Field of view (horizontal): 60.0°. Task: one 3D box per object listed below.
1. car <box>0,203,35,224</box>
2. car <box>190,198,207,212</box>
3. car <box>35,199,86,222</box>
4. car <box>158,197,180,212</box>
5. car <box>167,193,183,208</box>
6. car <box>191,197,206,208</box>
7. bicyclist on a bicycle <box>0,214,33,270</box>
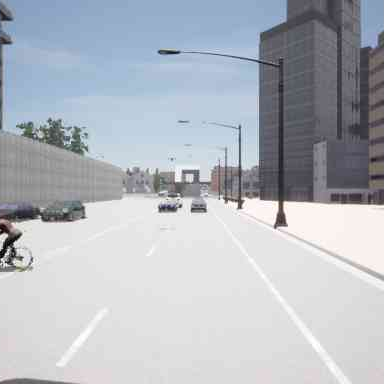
[{"bbox_3d":[-13.555,1.548,25.366,2.033,1.411,5.357,0,0,2],"label":"car"},{"bbox_3d":[0.786,1.547,38.392,2.033,1.411,5.357,0,0,1],"label":"car"},{"bbox_3d":[-10.030,1.351,26.265,2.097,1.767,4.553,0,0,1],"label":"car"},{"bbox_3d":[-2.721,1.601,38.247,1.895,1.301,4.718,0,0,1],"label":"car"},{"bbox_3d":[-2.557,1.221,48.062,2.150,2.045,5.566,0,0,1],"label":"car"},{"bbox_3d":[0.963,1.547,49.013,2.033,1.411,5.357,0,0,2],"label":"car"},{"bbox_3d":[-5.383,1.454,9.511,1.656,1.620,0.582,-1,0,1],"label":"bicyclist on a bicycle"}]
